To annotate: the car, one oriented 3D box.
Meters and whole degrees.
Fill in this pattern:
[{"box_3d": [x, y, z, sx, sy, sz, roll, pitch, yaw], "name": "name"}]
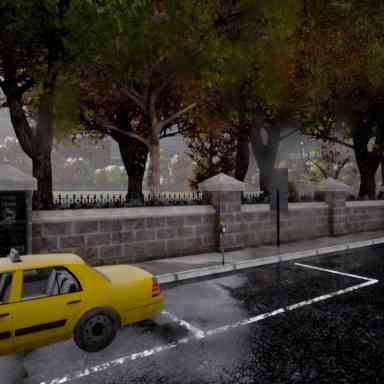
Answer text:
[{"box_3d": [-2.749, 1.525, 4.598, 4.829, 1.417, 1.752, 0, 0, -35], "name": "car"}]
